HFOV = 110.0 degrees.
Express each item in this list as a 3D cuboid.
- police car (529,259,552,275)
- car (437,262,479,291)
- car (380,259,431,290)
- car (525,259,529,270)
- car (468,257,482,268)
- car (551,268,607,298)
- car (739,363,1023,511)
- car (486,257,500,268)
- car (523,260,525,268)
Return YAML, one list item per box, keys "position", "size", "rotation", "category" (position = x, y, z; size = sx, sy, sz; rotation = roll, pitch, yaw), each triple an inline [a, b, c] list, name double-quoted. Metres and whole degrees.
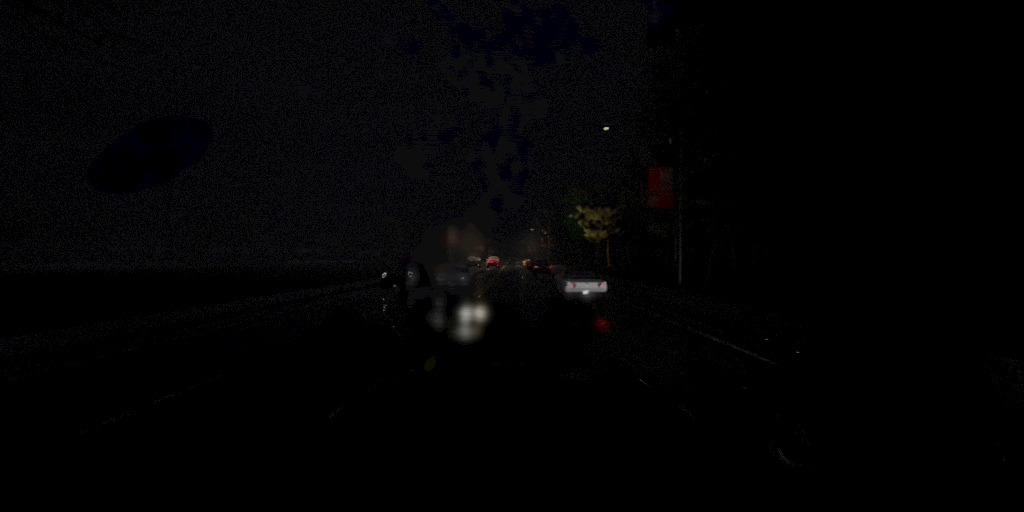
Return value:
- position: [3.254, 1.306, 39.393]
  size: [2.038, 1.542, 4.974]
  rotation: [0, 0, 0]
  category: "police car"
- position: [-3.347, 1.288, 22.193]
  size: [1.812, 1.442, 4.674]
  rotation: [0, 0, 0]
  category: "car"
- position: [-6.596, 1.114, 22.577]
  size: [2.097, 1.767, 4.553]
  rotation: [0, 0, 0]
  category: "car"
- position: [3.254, 1.397, 50.393]
  size: [1.994, 1.385, 4.181]
  rotation: [0, 0, 0]
  category: "car"
- position: [-6.518, 1.114, 63.188]
  size: [2.150, 2.045, 5.566]
  rotation: [0, 0, 1]
  category: "car"
- position: [3.352, 1.357, 18.334]
  size: [1.895, 1.301, 4.718]
  rotation: [0, 0, 0]
  category: "car"
- position: [3.349, 1.351, 1.662]
  size: [1.895, 1.301, 4.718]
  rotation: [0, 0, 0]
  category: "car"
- position: [-3.272, 1.105, 62.788]
  size: [2.150, 2.045, 5.566]
  rotation: [0, 0, 1]
  category: "car"
- position: [3.255, 1.392, 61.395]
  size: [1.812, 1.442, 4.674]
  rotation: [0, 0, 0]
  category: "car"
